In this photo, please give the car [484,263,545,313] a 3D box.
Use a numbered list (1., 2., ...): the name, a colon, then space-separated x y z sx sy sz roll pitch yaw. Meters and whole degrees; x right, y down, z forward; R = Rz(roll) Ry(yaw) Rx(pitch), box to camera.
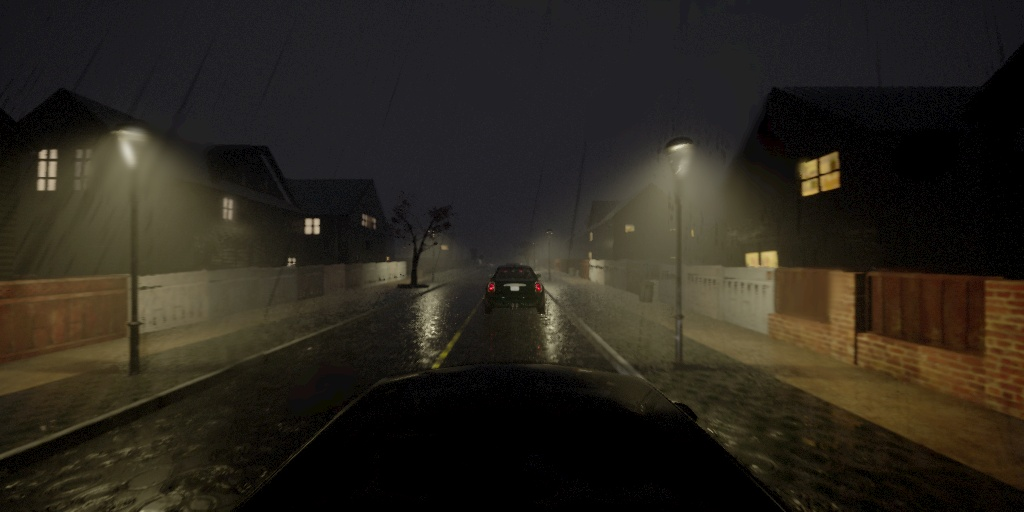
1. car: 0.098 1.109 14.091 2.097 1.767 4.553 0 0 0
